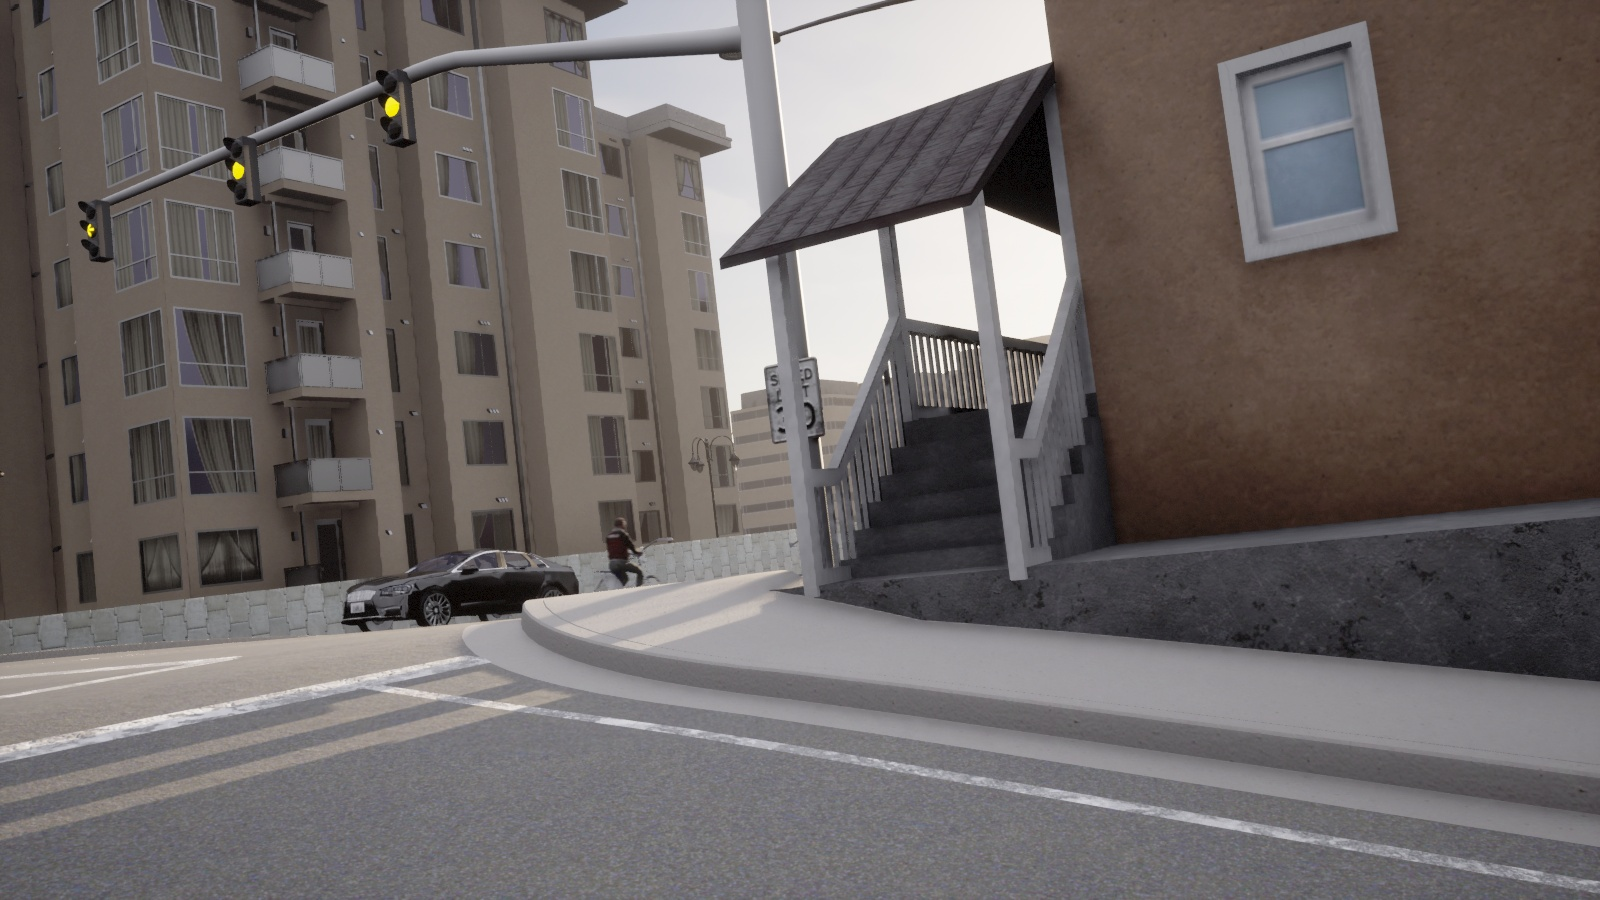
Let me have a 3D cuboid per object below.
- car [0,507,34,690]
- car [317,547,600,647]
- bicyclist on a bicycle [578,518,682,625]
[{"bbox_3d":[-10.142,1.711,11.711,1.932,1.855,4.605,-11,-5,33],"label":"car"},{"bbox_3d":[-6.308,2.718,23.755,2.128,1.511,4.902,-10,-9,33],"label":"car"},{"bbox_3d":[-3.024,2.151,22.465,0.659,1.776,1.843,-10,-9,33],"label":"bicyclist on a bicycle"}]
